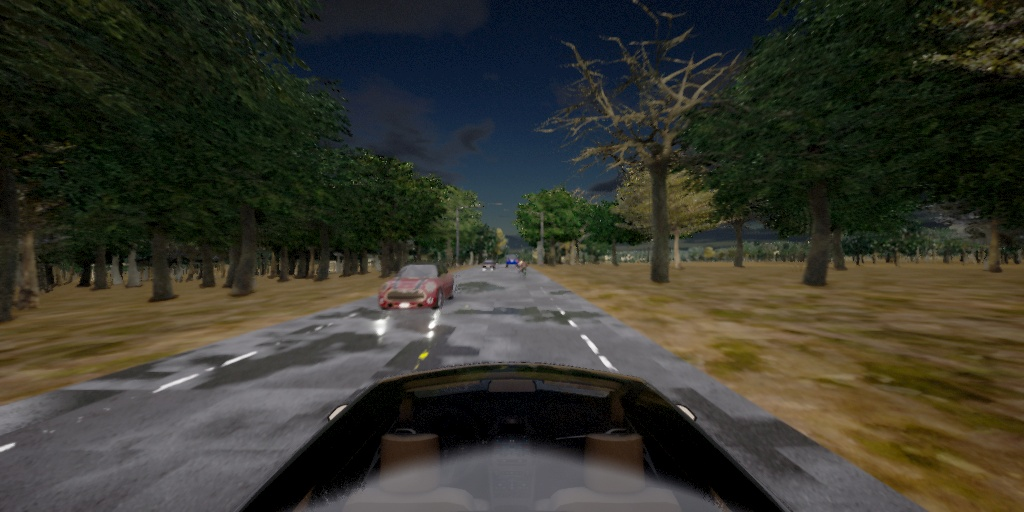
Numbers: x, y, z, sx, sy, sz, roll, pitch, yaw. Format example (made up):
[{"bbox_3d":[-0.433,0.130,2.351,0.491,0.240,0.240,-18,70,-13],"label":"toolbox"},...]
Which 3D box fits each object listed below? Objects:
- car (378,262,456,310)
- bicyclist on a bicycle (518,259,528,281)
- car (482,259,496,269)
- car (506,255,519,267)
[{"bbox_3d":[-3.587,1.052,14.254,2.097,1.767,4.553,0,0,0],"label":"car"},{"bbox_3d":[0.972,1.128,28.249,0.582,1.620,1.656,0,0,0],"label":"bicyclist on a bicycle"},{"bbox_3d":[-3.509,1.237,55.483,2.033,1.411,5.357,0,0,1],"label":"car"},{"bbox_3d":[0.049,0.933,64.353,2.150,2.045,5.566,0,0,1],"label":"car"}]
